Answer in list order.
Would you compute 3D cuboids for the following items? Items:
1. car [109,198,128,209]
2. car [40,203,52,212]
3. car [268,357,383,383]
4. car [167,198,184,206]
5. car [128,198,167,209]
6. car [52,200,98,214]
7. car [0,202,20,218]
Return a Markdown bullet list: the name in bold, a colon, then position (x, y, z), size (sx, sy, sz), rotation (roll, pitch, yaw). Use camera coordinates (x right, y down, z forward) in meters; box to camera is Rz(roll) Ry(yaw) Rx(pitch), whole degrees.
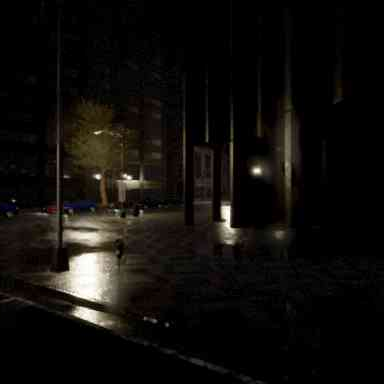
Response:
- **car**: position (-9.641, 1.613, 47.138), size (1.812, 1.442, 4.674), rotation (0, 0, 35)
- **car**: position (-15.469, 1.673, 38.940), size (1.994, 1.385, 4.181), rotation (0, 0, 34)
- **car**: position (2.195, 1.560, 1.396), size (4.313, 1.339, 1.947), rotation (0, 0, 35)
- **car**: position (-3.394, 1.668, 55.891), size (1.895, 1.301, 4.718), rotation (0, 0, 36)
- **car**: position (-6.116, 1.588, 46.490), size (1.837, 1.490, 4.892), rotation (0, 0, 36)
- **car**: position (-12.718, 1.633, 37.187), size (1.812, 1.442, 4.674), rotation (0, 0, 35)
- **car**: position (-17.976, 1.653, 29.756), size (1.812, 1.442, 4.674), rotation (0, 0, 37)
